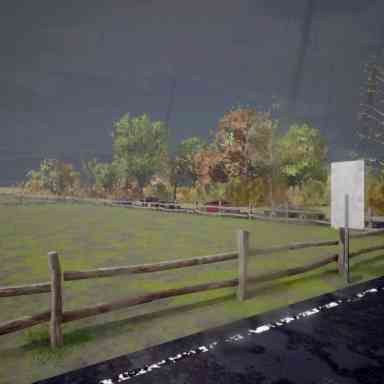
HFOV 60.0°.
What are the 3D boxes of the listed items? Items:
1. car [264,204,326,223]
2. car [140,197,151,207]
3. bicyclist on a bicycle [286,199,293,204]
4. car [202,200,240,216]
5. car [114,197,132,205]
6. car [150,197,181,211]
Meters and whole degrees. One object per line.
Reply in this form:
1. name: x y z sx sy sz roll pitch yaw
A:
1. car: 8.081 1.628 26.406 1.895 1.301 4.718 0 0 -35
2. car: -6.594 1.525 52.714 1.882 1.535 5.008 0 0 -34
3. bicyclist on a bicycle: 9.956 1.491 34.192 1.656 1.620 0.582 0 0 -35
4. car: 2.893 1.564 33.903 1.812 1.442 4.674 0 0 -35
5. car: -12.540 1.590 61.227 2.033 1.411 5.357 0 0 -35
6. car: -3.204 1.609 42.742 1.994 1.385 4.181 0 0 -34
